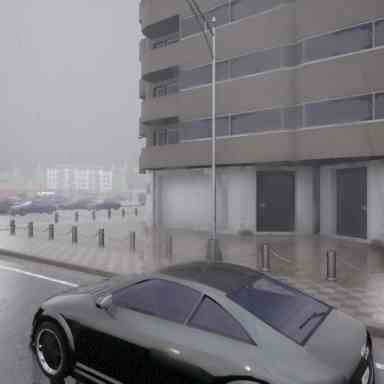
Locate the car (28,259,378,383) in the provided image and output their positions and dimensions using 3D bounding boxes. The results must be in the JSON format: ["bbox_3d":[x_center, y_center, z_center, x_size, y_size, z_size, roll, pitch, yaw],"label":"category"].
[{"bbox_3d":[-0.122,1.564,4.068,4.181,1.385,1.994,0,0,35],"label":"car"}]

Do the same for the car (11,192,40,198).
[{"bbox_3d":[-36.801,1.209,73.771,1.932,1.855,4.605,0,0,35],"label":"car"}]

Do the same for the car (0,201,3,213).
[{"bbox_3d":[-20.075,1.603,33.889,2.033,1.411,5.357,0,0,35],"label":"car"}]

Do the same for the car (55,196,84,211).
[{"bbox_3d":[-14.307,1.603,42.181,2.033,1.411,5.357,0,0,35],"label":"car"}]

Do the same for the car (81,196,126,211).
[{"bbox_3d":[-10.839,1.581,41.018,1.812,1.442,4.674,0,0,35],"label":"car"}]

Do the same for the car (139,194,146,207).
[{"bbox_3d":[-6.311,1.533,53.636,1.882,1.535,5.008,0,1,35],"label":"car"}]

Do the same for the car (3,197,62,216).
[{"bbox_3d":[-16.007,1.581,33.572,1.812,1.442,4.674,0,0,35],"label":"car"}]

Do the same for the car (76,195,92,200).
[{"bbox_3d":[-29.125,1.451,89.800,1.970,1.475,3.806,0,0,35],"label":"car"}]

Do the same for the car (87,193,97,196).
[{"bbox_3d":[-26.761,1.211,88.129,1.905,1.878,3.866,0,0,35],"label":"car"}]
